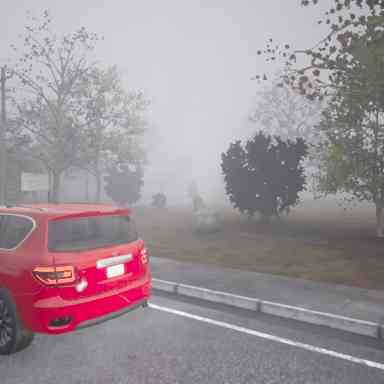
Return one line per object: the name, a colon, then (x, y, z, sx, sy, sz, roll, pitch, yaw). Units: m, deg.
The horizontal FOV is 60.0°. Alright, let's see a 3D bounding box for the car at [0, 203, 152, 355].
car: (-3.281, 1.221, 6.321, 5.566, 2.045, 2.150, 0, 0, 35)
